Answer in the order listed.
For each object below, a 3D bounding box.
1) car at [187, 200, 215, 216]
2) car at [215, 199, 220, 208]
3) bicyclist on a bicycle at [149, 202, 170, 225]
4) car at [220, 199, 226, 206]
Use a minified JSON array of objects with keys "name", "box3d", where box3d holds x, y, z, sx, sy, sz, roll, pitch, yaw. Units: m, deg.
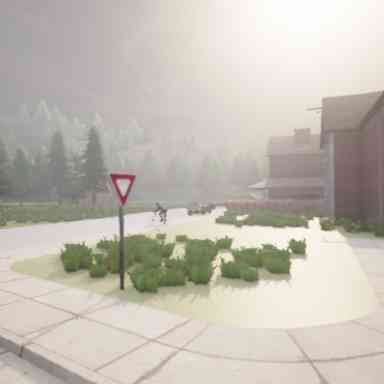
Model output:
[{"name":"car","box3d":[0.755,1.747,35.729,1.816,1.474,4.193,-7,-2,17]},{"name":"car","box3d":[1.907,1.907,47.852,2.033,1.411,5.357,-1,0,20]},{"name":"bicyclist on a bicycle","box3d":[-2.314,1.541,23.614,1.656,1.620,0.582,-1,0,19]},{"name":"car","box3d":[5.275,1.941,57.610,2.033,1.411,5.357,-1,0,19]}]
